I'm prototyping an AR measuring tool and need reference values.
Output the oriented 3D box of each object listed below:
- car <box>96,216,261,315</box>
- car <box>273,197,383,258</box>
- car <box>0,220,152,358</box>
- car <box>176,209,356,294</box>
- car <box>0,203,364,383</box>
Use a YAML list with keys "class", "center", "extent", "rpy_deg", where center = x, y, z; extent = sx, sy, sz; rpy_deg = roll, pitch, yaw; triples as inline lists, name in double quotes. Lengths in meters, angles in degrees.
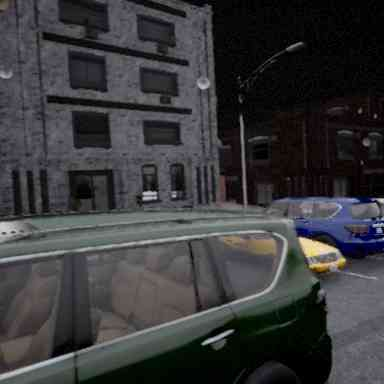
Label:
- class: "car"
  center: [-0.680, 1.509, 8.515]
  extent: [2.002, 1.452, 4.674]
  rpy_deg: [0, 0, -36]
- class: "car"
  center: [3.845, 1.204, 11.782]
  extent: [2.435, 2.045, 5.566]
  rpy_deg: [0, 0, -36]
- class: "car"
  center: [-2.851, 1.515, 6.966]
  extent: [2.002, 1.452, 4.674]
  rpy_deg: [0, 0, -35]
- class: "car"
  center: [1.800, 1.459, 10.060]
  extent: [1.946, 1.575, 5.366]
  rpy_deg: [0, 0, -36]
- class: "car"
  center: [-1.253, 1.219, 2.472]
  extent: [5.566, 2.045, 2.150]
  rpy_deg: [0, 0, -35]
